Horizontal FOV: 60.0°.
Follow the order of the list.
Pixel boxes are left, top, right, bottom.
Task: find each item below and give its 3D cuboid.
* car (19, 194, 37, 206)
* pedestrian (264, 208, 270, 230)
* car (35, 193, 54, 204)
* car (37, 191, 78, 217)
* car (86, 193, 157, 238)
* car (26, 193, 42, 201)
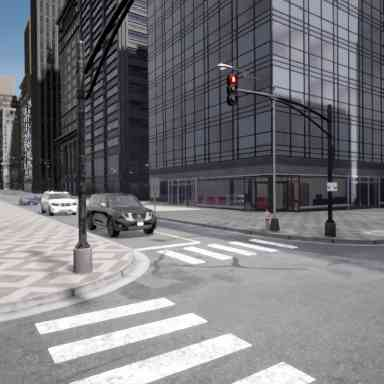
[{"bbox_3d":[-21.807,1.108,44.318,2.033,1.411,5.357,-1,1,-34],"label":"car"},{"bbox_3d":[3.906,1.374,17.249,0.500,1.100,0.500,0,0,-34],"label":"pedestrian"},{"bbox_3d":[-22.851,0.953,51.446,1.837,1.490,4.892,-1,1,-34],"label":"car"},{"bbox_3d":[-11.796,0.970,29.360,2.150,2.045,5.566,-1,1,-34],"label":"car"},{"bbox_3d":[-3.944,1.103,17.730,2.150,2.045,5.566,-1,1,-34],"label":"car"},{"bbox_3d":[-28.413,0.923,59.679,1.895,1.301,4.718,-1,1,-34],"label":"car"}]
